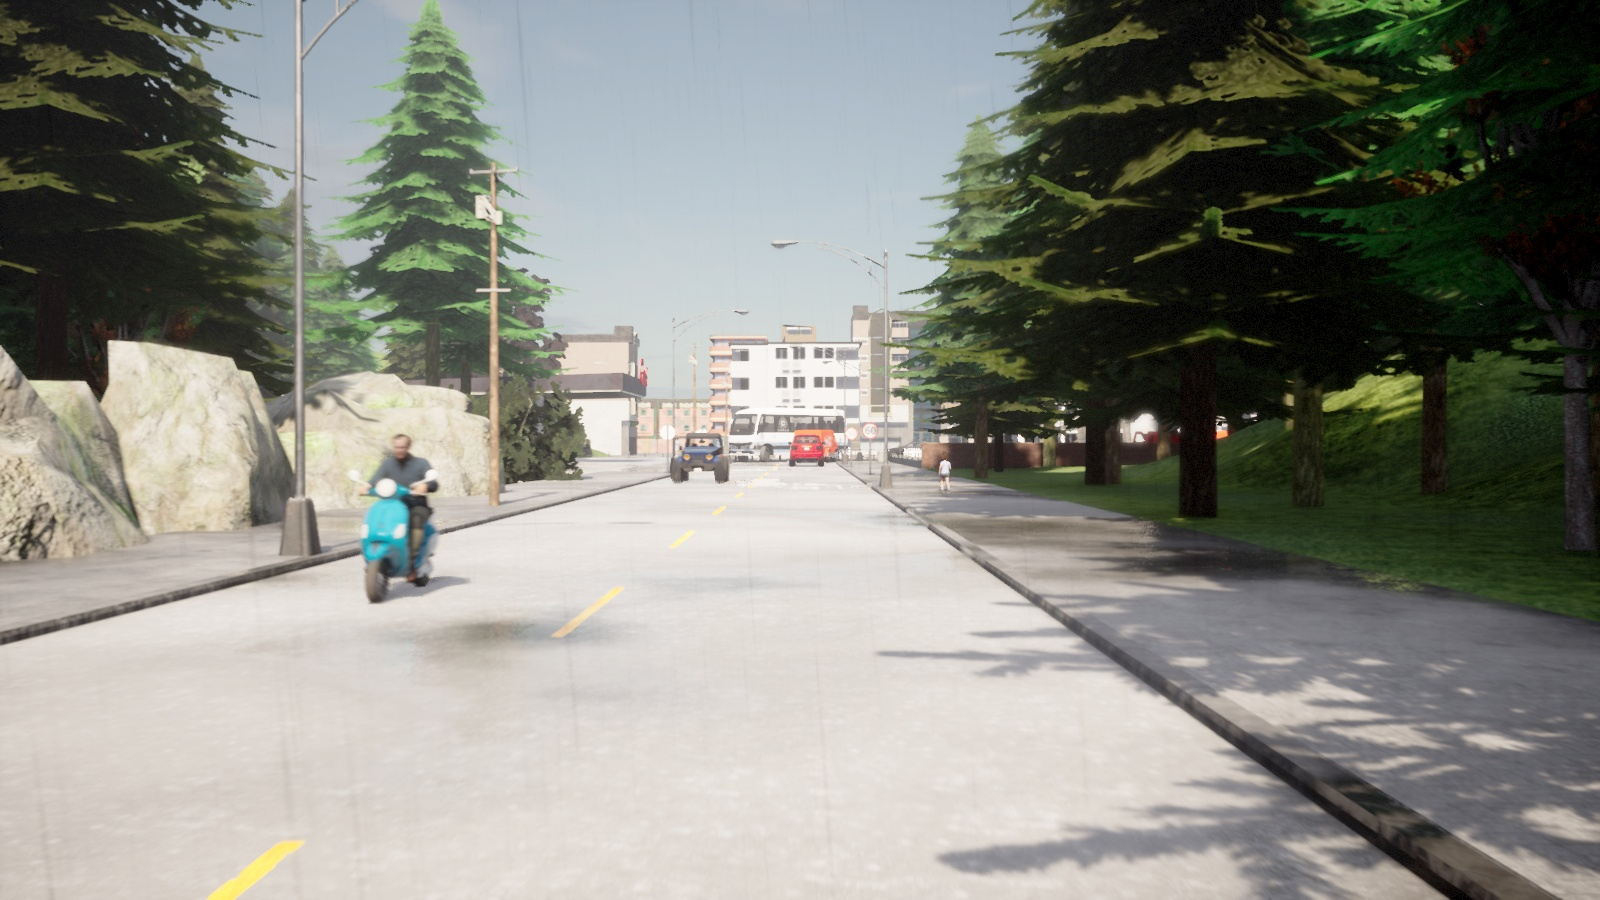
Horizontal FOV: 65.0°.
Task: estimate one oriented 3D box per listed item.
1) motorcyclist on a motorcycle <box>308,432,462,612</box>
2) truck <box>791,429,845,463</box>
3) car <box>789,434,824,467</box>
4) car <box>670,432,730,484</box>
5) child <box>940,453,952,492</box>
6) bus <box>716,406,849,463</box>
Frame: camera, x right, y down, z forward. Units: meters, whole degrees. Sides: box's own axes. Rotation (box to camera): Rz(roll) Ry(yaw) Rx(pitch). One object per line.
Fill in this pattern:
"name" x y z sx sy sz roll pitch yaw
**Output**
"motorcyclist on a motorcycle" -3.916 0.629 12.024 0.866 1.590 1.817 0 0 0
"truck" 1.427 -0.272 94.590 2.627 2.467 5.204 -1 0 18
"car" 0.433 0.011 80.747 2.150 2.045 5.566 0 0 0
"car" -3.715 0.274 47.185 1.905 1.878 3.866 0 0 0
"child" 4.136 0.638 35.678 0.255 1.110 0.394 0 0 -7
"bus" -1.269 -1.187 98.081 10.273 4.253 3.944 0 0 -41
